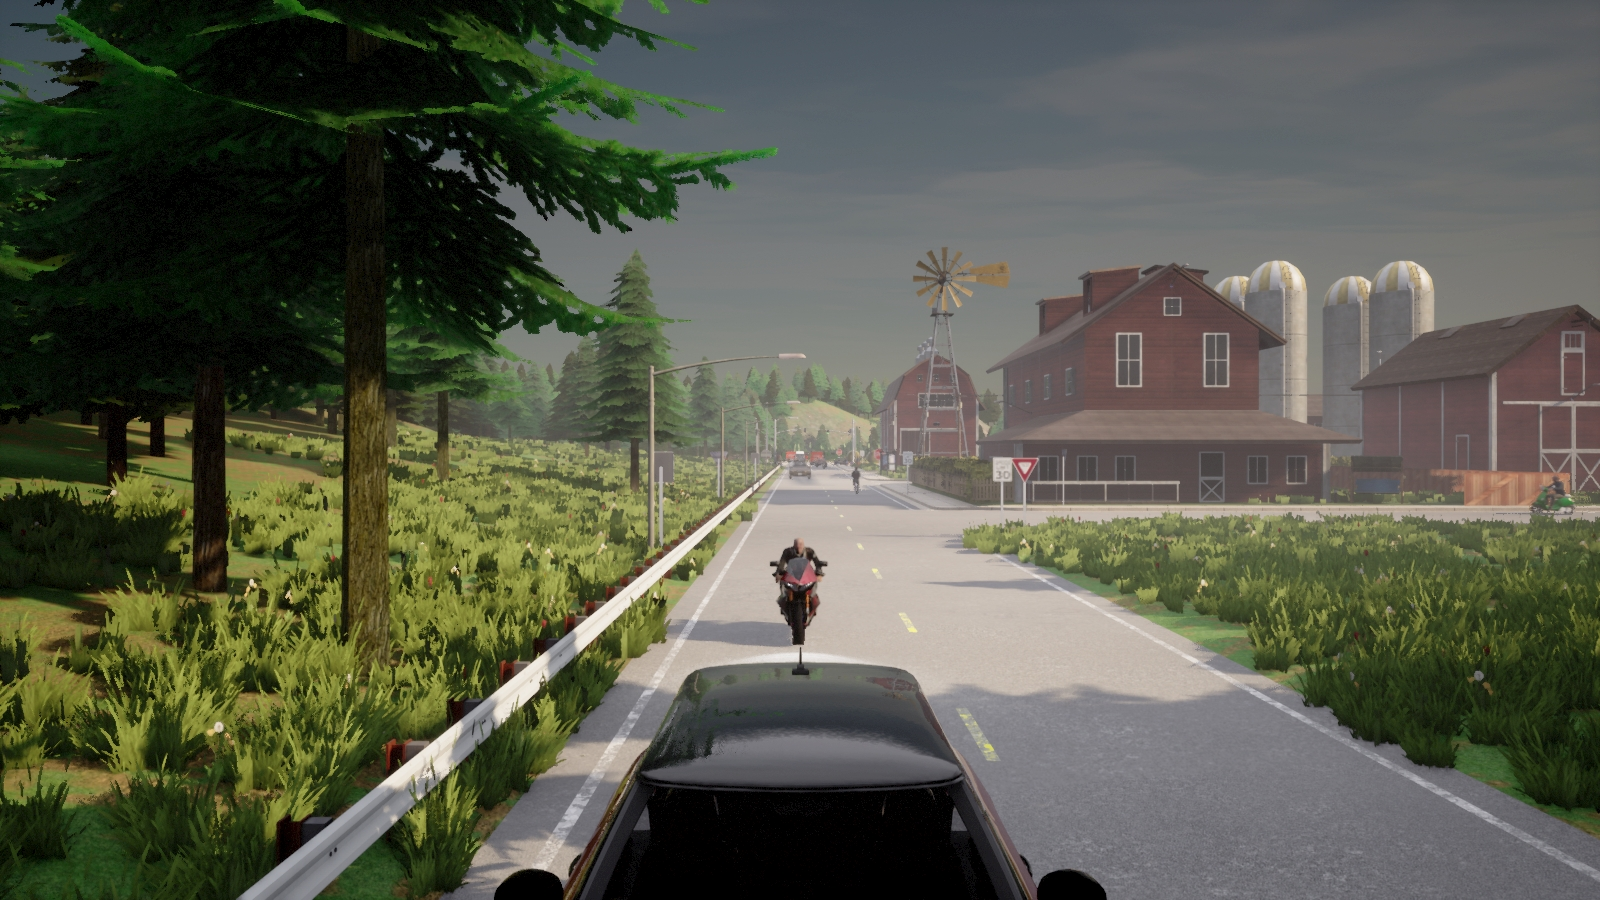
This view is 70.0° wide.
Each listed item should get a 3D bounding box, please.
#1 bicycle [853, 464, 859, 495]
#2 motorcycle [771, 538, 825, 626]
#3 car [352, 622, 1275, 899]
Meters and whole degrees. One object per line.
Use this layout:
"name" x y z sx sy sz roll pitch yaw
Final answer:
"bicycle" 3.513 1.836 71.669 0.329 1.919 1.835 0 0 0
"motorcycle" -0.034 2.205 19.441 0.867 1.251 2.209 0 0 0
"car" 0.033 1.906 4.501 2.097 1.767 4.553 0 0 0
